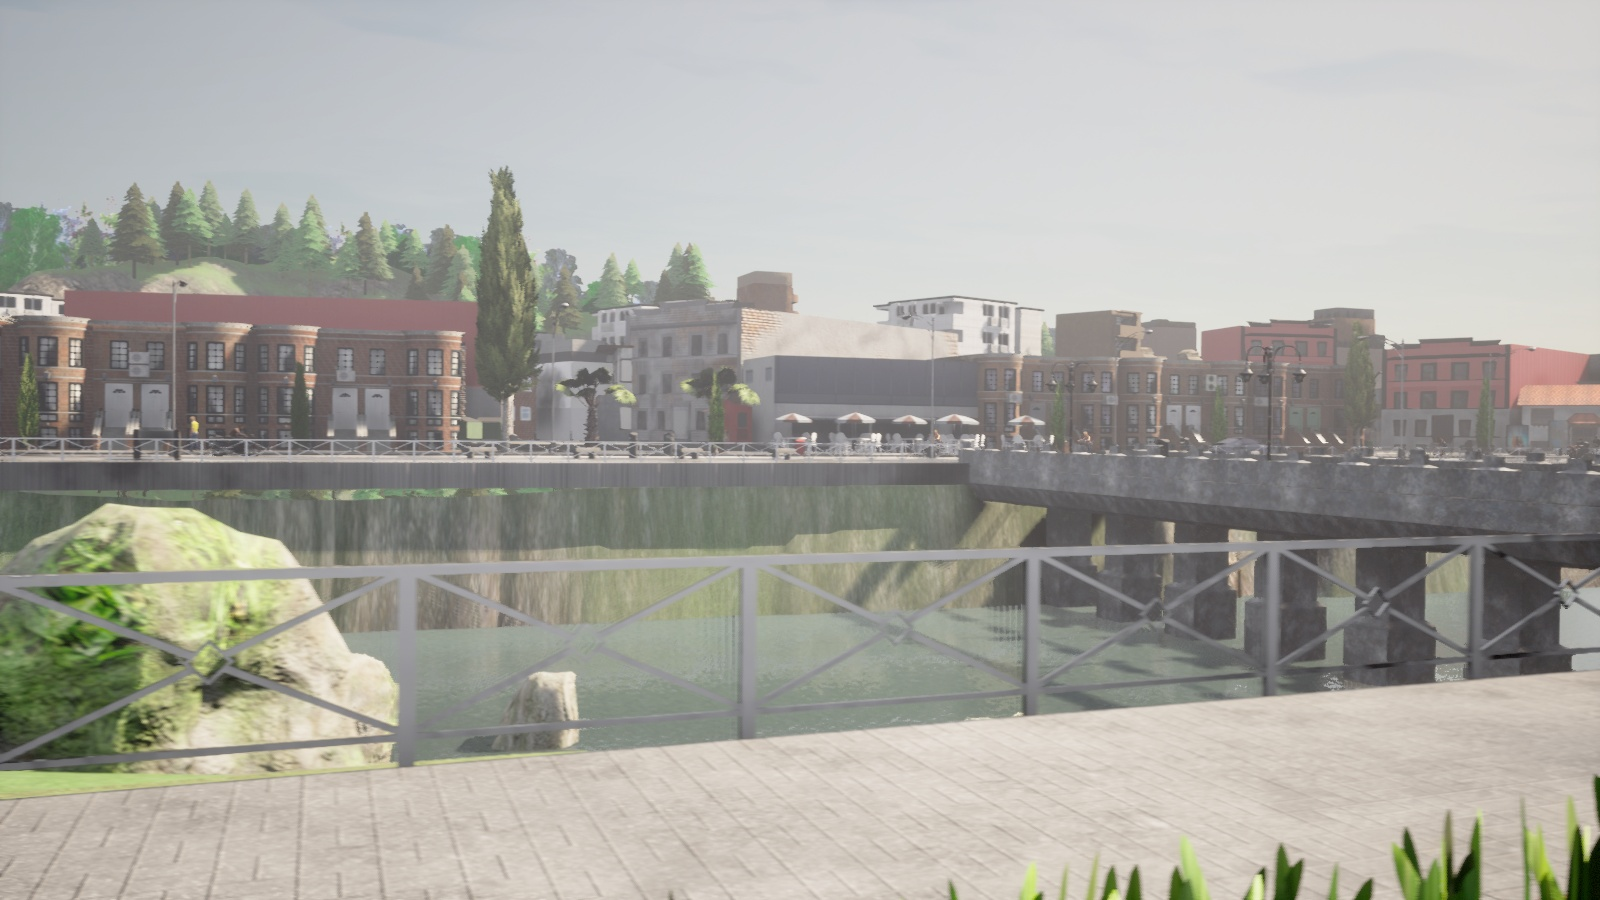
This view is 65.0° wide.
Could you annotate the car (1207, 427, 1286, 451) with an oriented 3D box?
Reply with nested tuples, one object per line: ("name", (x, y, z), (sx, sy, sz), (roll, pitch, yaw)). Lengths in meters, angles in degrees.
("car", (26.911, -0.661, 75.688), (4.181, 1.385, 1.994), (-1, 1, -21))

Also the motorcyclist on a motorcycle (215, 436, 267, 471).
("motorcyclist on a motorcycle", (-24.925, 0.139, 55.991), (2.044, 1.523, 0.797), (-1, 1, -21))

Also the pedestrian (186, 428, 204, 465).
("pedestrian", (-30.204, -0.185, 62.668), (0.706, 1.836, 0.354), (-1, 1, 5))
